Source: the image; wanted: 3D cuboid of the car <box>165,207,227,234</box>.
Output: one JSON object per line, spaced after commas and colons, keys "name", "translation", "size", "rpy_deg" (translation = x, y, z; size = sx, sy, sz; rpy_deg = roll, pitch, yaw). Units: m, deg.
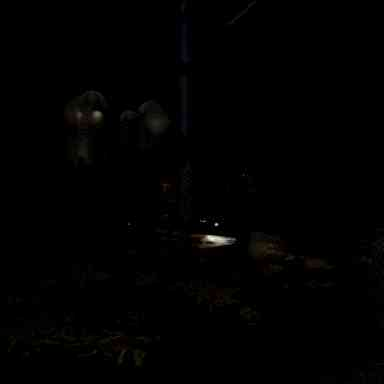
{"name": "car", "translation": [0.154, 1.559, 19.387], "size": [1.994, 1.385, 4.181], "rpy_deg": [0, 0, -35]}
